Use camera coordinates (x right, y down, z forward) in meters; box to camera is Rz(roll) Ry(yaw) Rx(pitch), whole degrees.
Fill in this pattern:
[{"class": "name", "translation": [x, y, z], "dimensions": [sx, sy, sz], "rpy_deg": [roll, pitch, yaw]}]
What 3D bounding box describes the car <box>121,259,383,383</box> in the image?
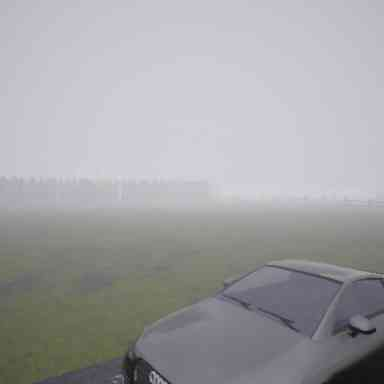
[{"class": "car", "translation": [1.330, 1.572, 3.895], "dimensions": [4.181, 1.385, 1.994], "rpy_deg": [0, 0, -35]}]
